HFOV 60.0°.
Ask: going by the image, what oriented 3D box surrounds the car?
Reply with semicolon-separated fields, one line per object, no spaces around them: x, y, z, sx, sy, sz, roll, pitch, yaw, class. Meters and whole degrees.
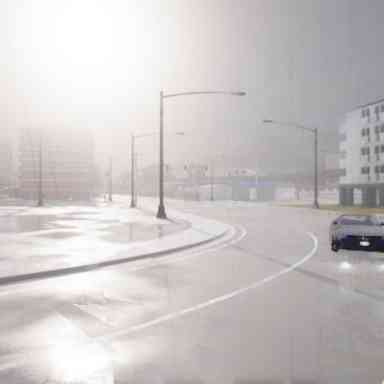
6.634;1.591;13.336;1.994;1.385;4.181;0;0;20;car
